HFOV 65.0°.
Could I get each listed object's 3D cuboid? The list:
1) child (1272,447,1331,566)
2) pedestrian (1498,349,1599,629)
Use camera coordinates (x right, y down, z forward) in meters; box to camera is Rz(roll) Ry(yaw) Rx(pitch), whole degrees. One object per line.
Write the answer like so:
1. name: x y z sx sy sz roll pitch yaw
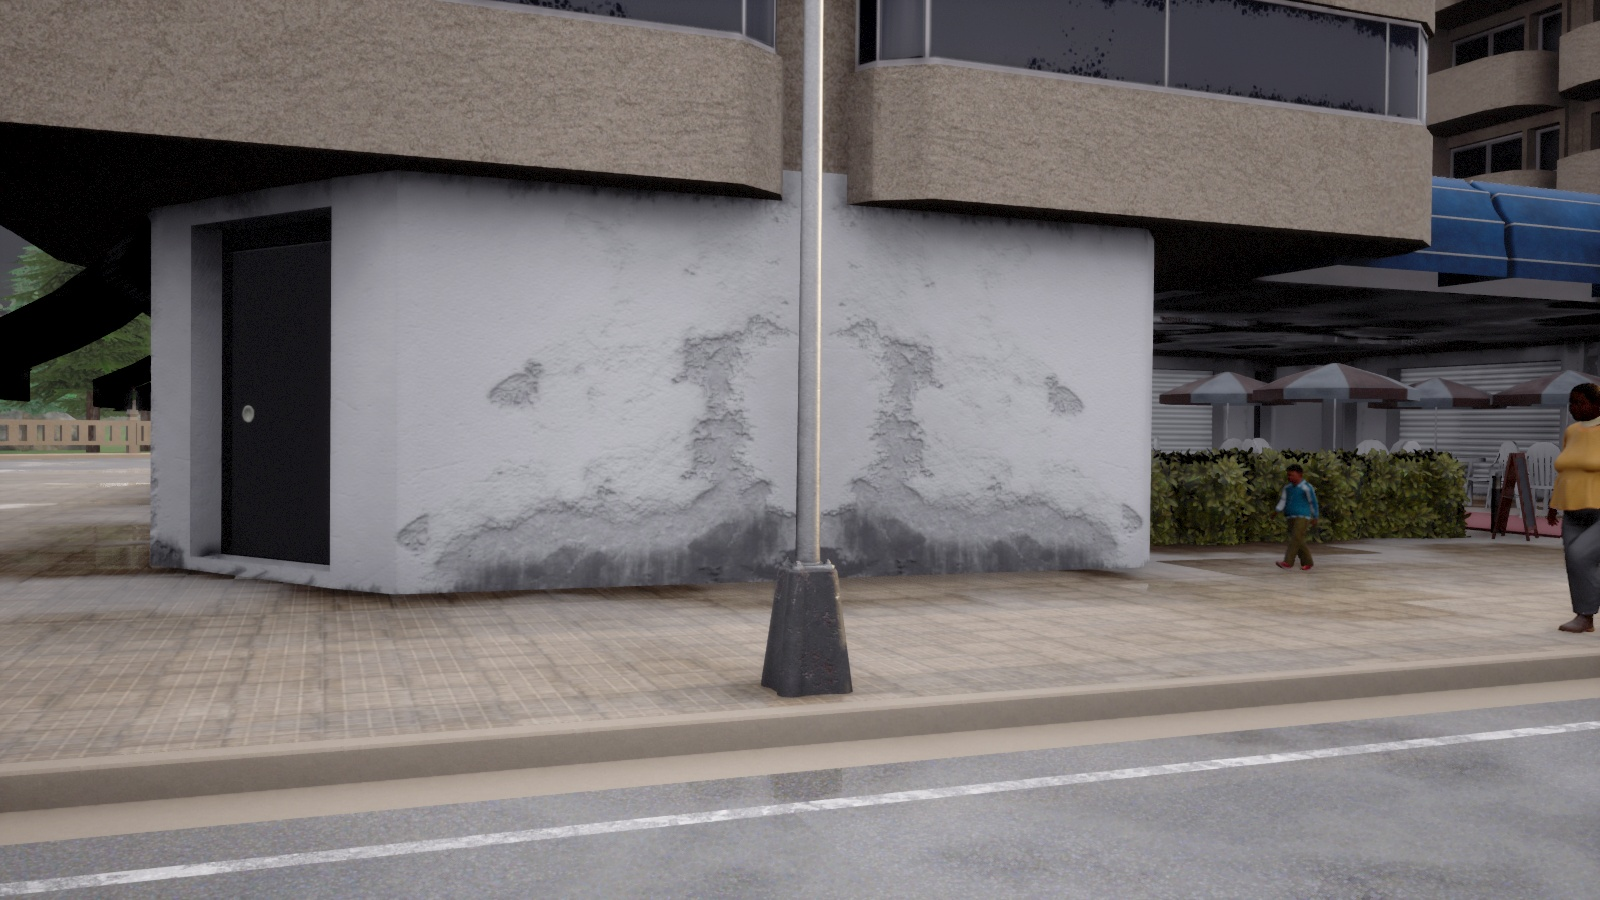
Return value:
1. child: 5.139 0.568 12.875 0.448 1.192 0.343 -1 1 -24
2. pedestrian: 5.601 0.249 8.798 0.900 1.855 0.874 -1 1 -6
